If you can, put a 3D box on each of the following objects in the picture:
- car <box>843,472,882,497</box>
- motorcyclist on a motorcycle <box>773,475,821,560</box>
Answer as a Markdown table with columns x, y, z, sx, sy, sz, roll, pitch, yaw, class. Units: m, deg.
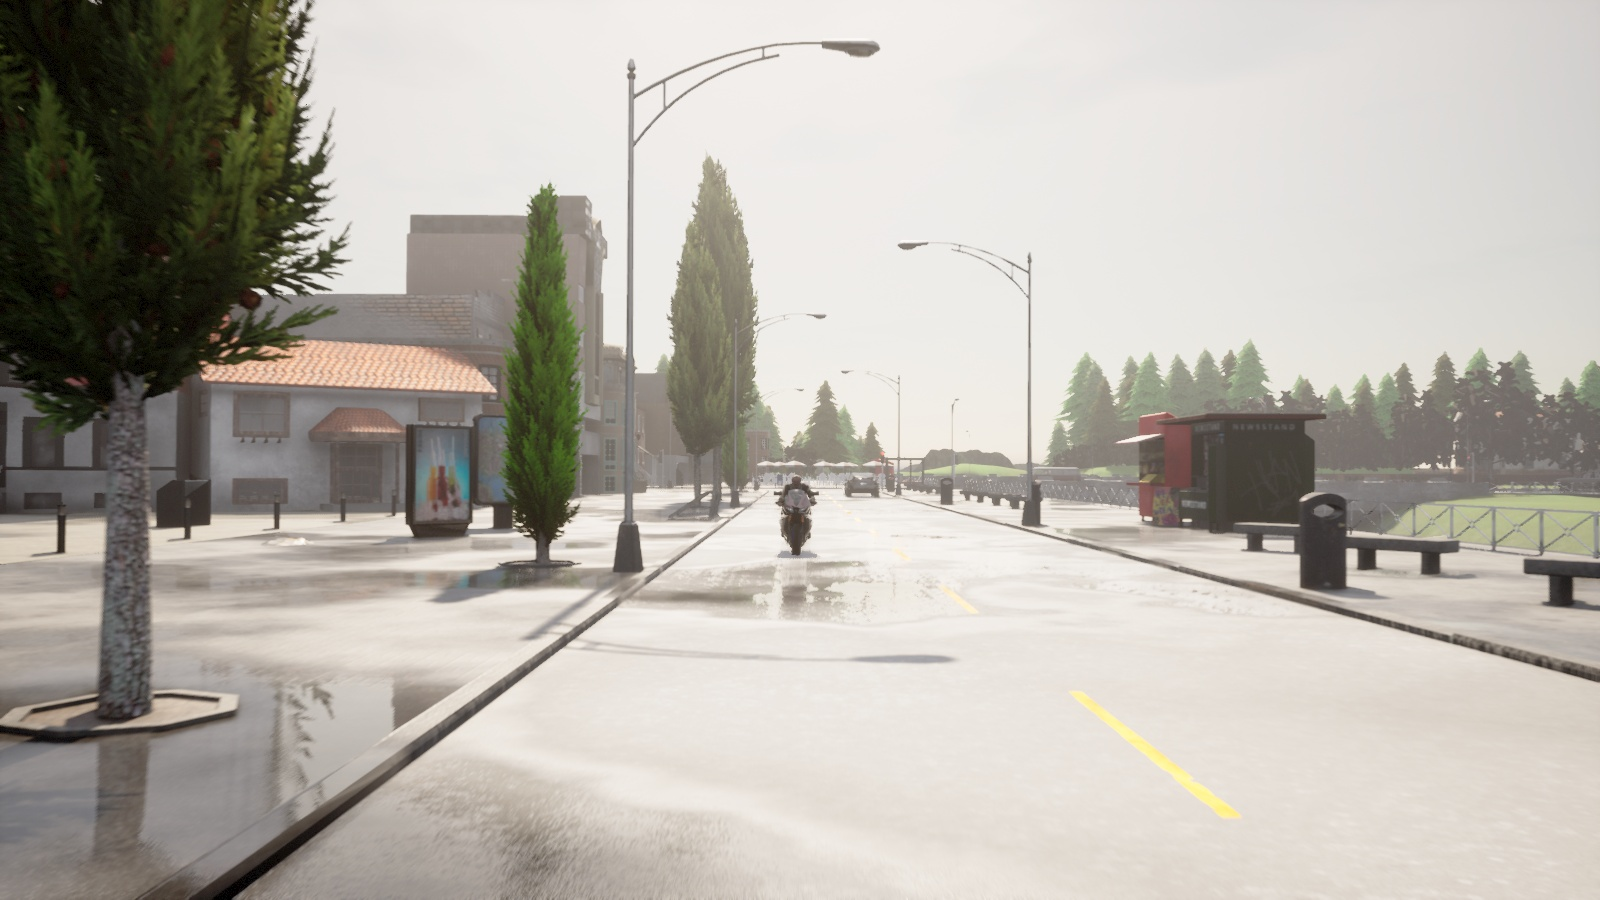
| x | y | z | sx | sy | sz | roll | pitch | yaw | class |
| --- | --- | --- | --- | --- | --- | --- | --- | --- | --- |
| 3.799 | 2.094 | 77.358 | 2.163 | 1.488 | 4.792 | 0 | -1 | 0 | car |
| -0.062 | 1.252 | 23.997 | 0.866 | 1.530 | 2.191 | 0 | -1 | 0 | motorcyclist on a motorcycle |
